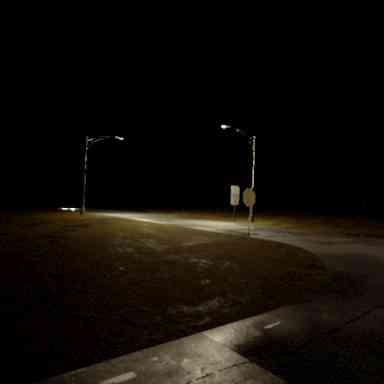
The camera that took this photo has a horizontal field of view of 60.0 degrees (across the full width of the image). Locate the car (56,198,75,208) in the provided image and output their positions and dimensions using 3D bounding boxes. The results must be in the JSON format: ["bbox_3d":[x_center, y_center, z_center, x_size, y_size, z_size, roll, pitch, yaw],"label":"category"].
[{"bbox_3d":[-18.960,1.671,49.750,1.994,1.385,4.181,3,-2,-36],"label":"car"}]
